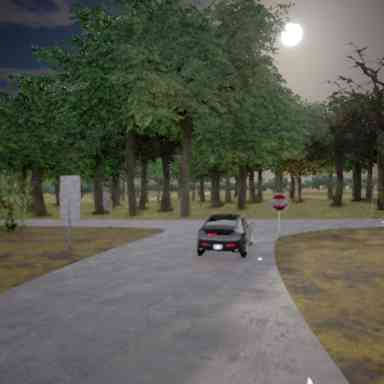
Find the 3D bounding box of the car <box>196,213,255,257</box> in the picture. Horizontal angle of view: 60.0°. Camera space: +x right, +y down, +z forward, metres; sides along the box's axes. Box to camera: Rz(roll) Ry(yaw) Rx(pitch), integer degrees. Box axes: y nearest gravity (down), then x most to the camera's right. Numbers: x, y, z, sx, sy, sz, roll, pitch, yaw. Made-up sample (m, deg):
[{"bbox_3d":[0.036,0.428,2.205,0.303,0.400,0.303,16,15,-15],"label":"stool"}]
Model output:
[{"bbox_3d":[1.468,1.646,13.773,1.837,1.490,4.892,0,0,14],"label":"car"}]
